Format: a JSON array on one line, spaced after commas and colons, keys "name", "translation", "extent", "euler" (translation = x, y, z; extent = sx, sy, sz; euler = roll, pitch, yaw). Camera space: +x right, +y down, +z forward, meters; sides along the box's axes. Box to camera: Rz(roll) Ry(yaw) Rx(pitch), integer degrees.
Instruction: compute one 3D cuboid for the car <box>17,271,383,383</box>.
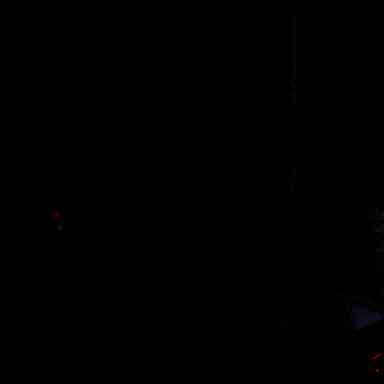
[{"name": "car", "translation": [0.525, 1.564, 3.136], "extent": [4.181, 1.385, 1.994], "euler": [0, 0, -35]}]
